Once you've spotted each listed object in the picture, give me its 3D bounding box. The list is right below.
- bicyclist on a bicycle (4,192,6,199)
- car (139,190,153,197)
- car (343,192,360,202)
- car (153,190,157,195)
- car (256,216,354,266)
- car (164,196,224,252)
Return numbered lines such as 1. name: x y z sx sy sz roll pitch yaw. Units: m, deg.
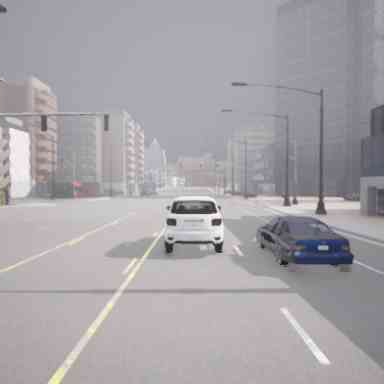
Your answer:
1. bicyclist on a bicycle: -30.777 0.391 54.072 0.582 1.620 1.656 0 2 0
2. car: -10.502 0.309 74.018 1.837 1.490 4.892 0 1 0
3. car: 25.590 0.747 49.820 5.357 1.411 2.033 0 1 1
4. car: -10.503 0.176 89.721 1.994 1.385 4.181 0 1 0
5. car: 3.567 1.538 11.510 2.033 1.411 5.357 0 1 0
6. car: 0.080 1.188 14.016 2.150 2.045 5.566 0 0 0
